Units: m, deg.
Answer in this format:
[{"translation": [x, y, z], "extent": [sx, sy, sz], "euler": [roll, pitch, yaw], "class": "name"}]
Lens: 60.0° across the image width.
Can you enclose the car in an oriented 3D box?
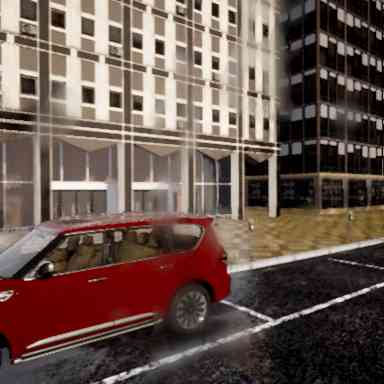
[{"translation": [-1.646, 1.306, 5.104], "extent": [5.009, 1.841, 2.192], "euler": [0, 0, -36], "class": "car"}]
